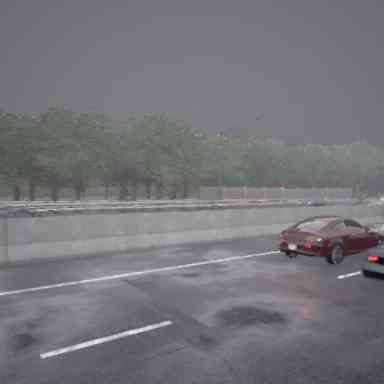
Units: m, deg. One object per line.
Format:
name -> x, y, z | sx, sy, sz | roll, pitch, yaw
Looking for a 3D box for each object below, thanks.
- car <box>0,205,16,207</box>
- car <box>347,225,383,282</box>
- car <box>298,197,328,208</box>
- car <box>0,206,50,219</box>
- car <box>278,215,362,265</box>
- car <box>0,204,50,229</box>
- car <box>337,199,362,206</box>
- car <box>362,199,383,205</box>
car -> -10.569, 1.531, 17.946 | 4.674, 1.442, 1.812 | 0, 0, -35
car -> 6.434, 1.573, 8.455 | 5.357, 1.411, 2.033 | 0, 0, -35
car -> 16.763, 1.488, 45.992 | 4.553, 1.767, 2.097 | 0, 0, -35
car -> -8.372, 1.553, 15.217 | 5.357, 1.411, 2.033 | 0, 0, -35
car -> 5.015, 1.554, 11.743 | 4.674, 1.442, 1.812 | 0, 0, -35
car -> -12.136, 1.555, 21.129 | 5.357, 1.411, 2.033 | 0, 0, -35
car -> 21.991, 1.694, 45.402 | 5.357, 1.411, 2.033 | 0, 0, -35
car -> 24.368, 1.673, 42.802 | 4.674, 1.442, 1.812 | 0, 0, -35
